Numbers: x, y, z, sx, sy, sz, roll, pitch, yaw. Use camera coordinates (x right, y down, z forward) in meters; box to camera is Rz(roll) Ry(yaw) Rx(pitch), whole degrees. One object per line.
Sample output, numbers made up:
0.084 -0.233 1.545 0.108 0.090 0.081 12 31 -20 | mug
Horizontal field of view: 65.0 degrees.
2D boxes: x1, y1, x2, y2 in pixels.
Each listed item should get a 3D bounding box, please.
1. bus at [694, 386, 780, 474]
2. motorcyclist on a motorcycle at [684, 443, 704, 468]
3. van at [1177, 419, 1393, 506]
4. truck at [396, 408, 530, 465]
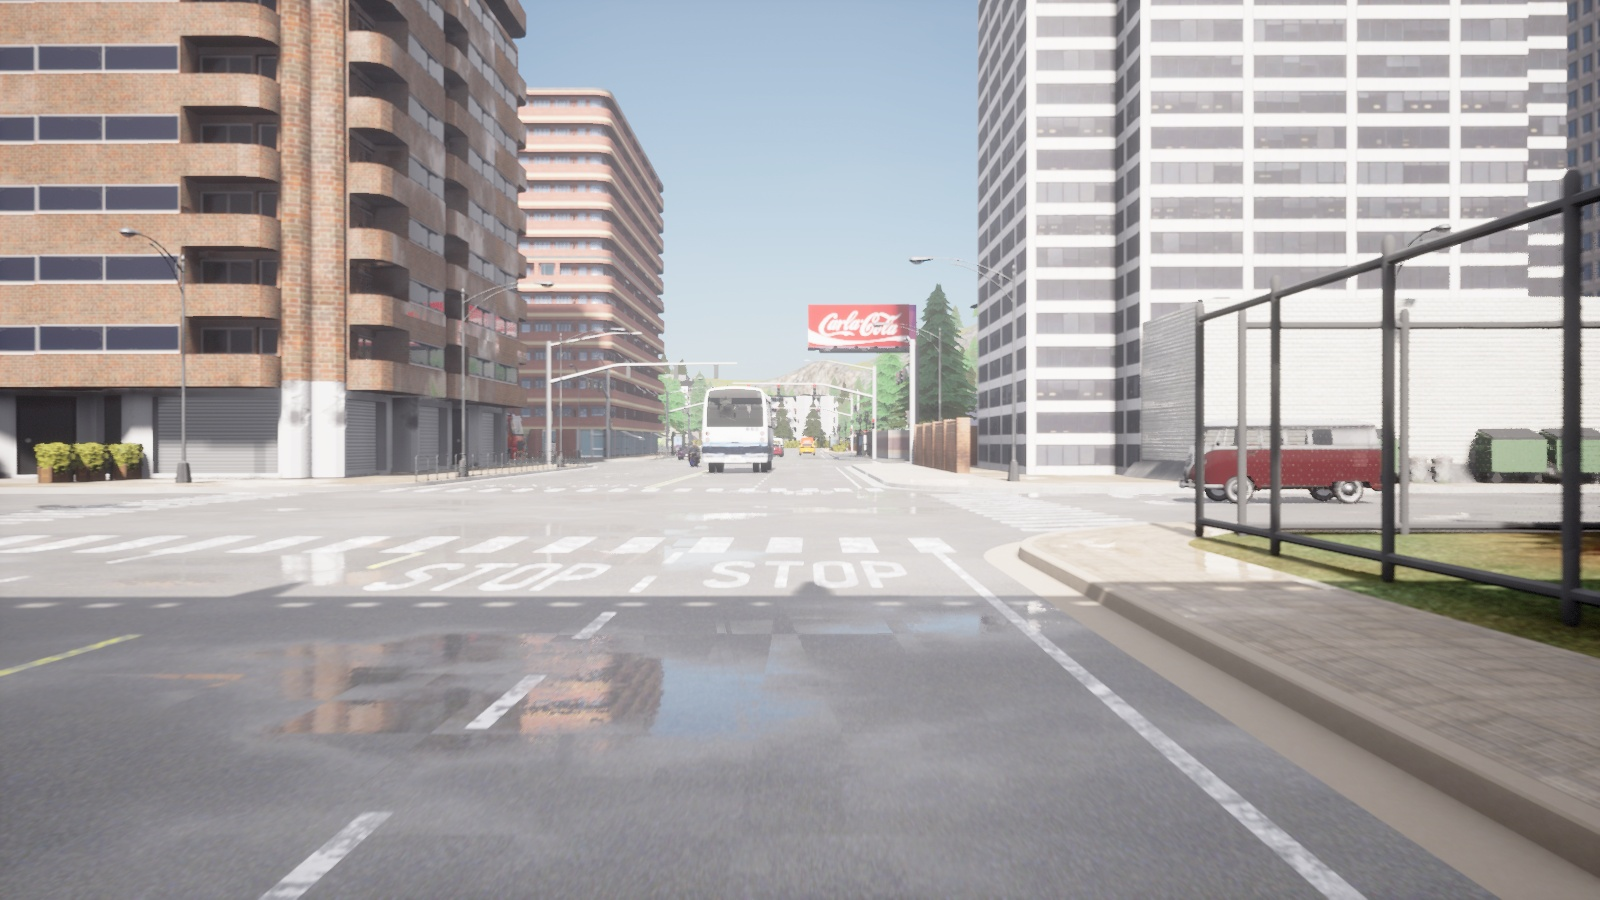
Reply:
-3.111 -1.004 65.900 3.944 4.253 10.273 0 0 0 | bus
-6.516 0.342 77.053 0.866 1.530 2.191 0 0 4 | motorcyclist on a motorcycle
11.463 0.284 29.889 4.442 1.987 1.775 0 0 0 | van
-23.217 -0.925 86.674 8.468 3.827 2.891 0 0 1 | truck
